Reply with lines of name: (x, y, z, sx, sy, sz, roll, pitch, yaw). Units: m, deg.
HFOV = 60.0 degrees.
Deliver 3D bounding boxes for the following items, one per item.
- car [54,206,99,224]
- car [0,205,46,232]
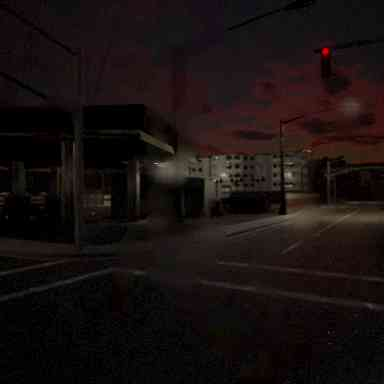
car: (-9.578, 1.906, 27.506, 3.806, 1.475, 1.970, -1, -1, 32)
car: (-11.911, 1.700, 22.203, 4.611, 1.667, 2.242, -1, -1, 32)
